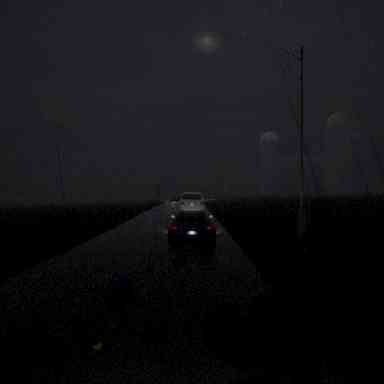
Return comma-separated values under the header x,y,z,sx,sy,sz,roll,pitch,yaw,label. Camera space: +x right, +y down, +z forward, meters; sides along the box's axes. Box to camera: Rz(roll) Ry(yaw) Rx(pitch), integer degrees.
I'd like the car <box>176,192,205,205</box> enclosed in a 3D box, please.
x,y,z,sx,sy,sz,roll,pitch,yaw,label
0.000,1.045,29.676,2.150,2.045,5.566,0,1,0,car

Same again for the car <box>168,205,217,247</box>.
x,y,z,sx,sy,sz,roll,pitch,yaw,label
0.000,1.509,14.647,1.994,1.385,4.181,0,0,0,car

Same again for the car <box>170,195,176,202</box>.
x,y,z,sx,sy,sz,roll,pitch,yaw,label
-2.750,1.150,59.655,1.994,1.385,4.181,0,0,0,car
